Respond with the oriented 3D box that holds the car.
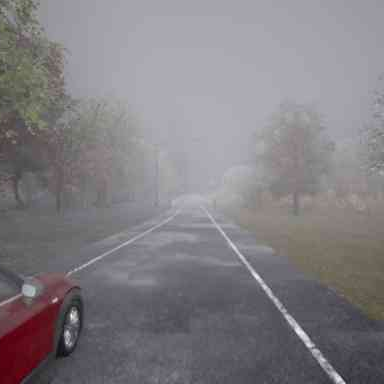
[{"bbox_3d":[-2.737,1.366,3.249,2.097,1.767,4.553,0,0,2],"label":"car"}]
